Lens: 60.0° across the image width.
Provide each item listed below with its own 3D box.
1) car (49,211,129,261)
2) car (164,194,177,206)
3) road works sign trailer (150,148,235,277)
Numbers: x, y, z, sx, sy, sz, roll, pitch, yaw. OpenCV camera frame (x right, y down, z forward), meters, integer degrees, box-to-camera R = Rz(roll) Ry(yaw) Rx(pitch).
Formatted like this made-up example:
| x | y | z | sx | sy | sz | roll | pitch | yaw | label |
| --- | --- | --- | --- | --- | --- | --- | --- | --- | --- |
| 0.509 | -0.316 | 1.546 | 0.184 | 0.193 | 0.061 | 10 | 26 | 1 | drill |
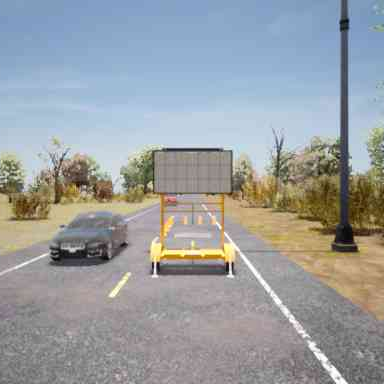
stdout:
| x | y | z | sx | sy | sz | roll | pitch | yaw | label |
| --- | --- | --- | --- | --- | --- | --- | --- | --- | --- |
| -3.573 | 1.503 | 12.364 | 1.837 | 1.490 | 4.892 | 0 | 0 | 0 | car |
| -3.479 | 1.180 | 52.546 | 2.150 | 2.045 | 5.566 | 0 | 0 | 0 | car |
| 0.023 | 0.463 | 10.174 | 2.380 | 3.560 | 2.880 | 0 | 0 | 0 | road works sign trailer |
